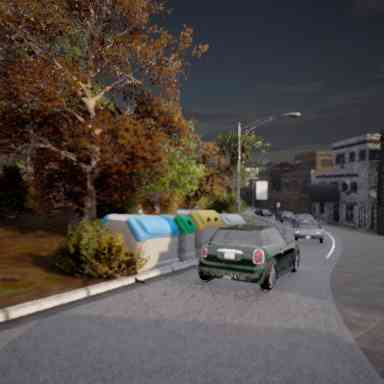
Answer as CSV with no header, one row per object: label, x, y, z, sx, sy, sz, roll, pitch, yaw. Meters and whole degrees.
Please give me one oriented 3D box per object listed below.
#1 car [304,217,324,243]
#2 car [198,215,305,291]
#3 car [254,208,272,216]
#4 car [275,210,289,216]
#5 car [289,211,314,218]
car,8.279,2.730,23.500,1.895,1.301,4.718,1,-2,21
car,2.034,1.814,10.742,2.097,1.767,4.553,1,-2,29
car,12.686,3.656,59.782,2.033,1.411,5.357,0,0,-6
car,13.152,3.379,47.092,2.097,1.767,4.553,0,-1,4
car,11.570,2.986,34.640,2.097,1.767,4.553,1,-2,13
